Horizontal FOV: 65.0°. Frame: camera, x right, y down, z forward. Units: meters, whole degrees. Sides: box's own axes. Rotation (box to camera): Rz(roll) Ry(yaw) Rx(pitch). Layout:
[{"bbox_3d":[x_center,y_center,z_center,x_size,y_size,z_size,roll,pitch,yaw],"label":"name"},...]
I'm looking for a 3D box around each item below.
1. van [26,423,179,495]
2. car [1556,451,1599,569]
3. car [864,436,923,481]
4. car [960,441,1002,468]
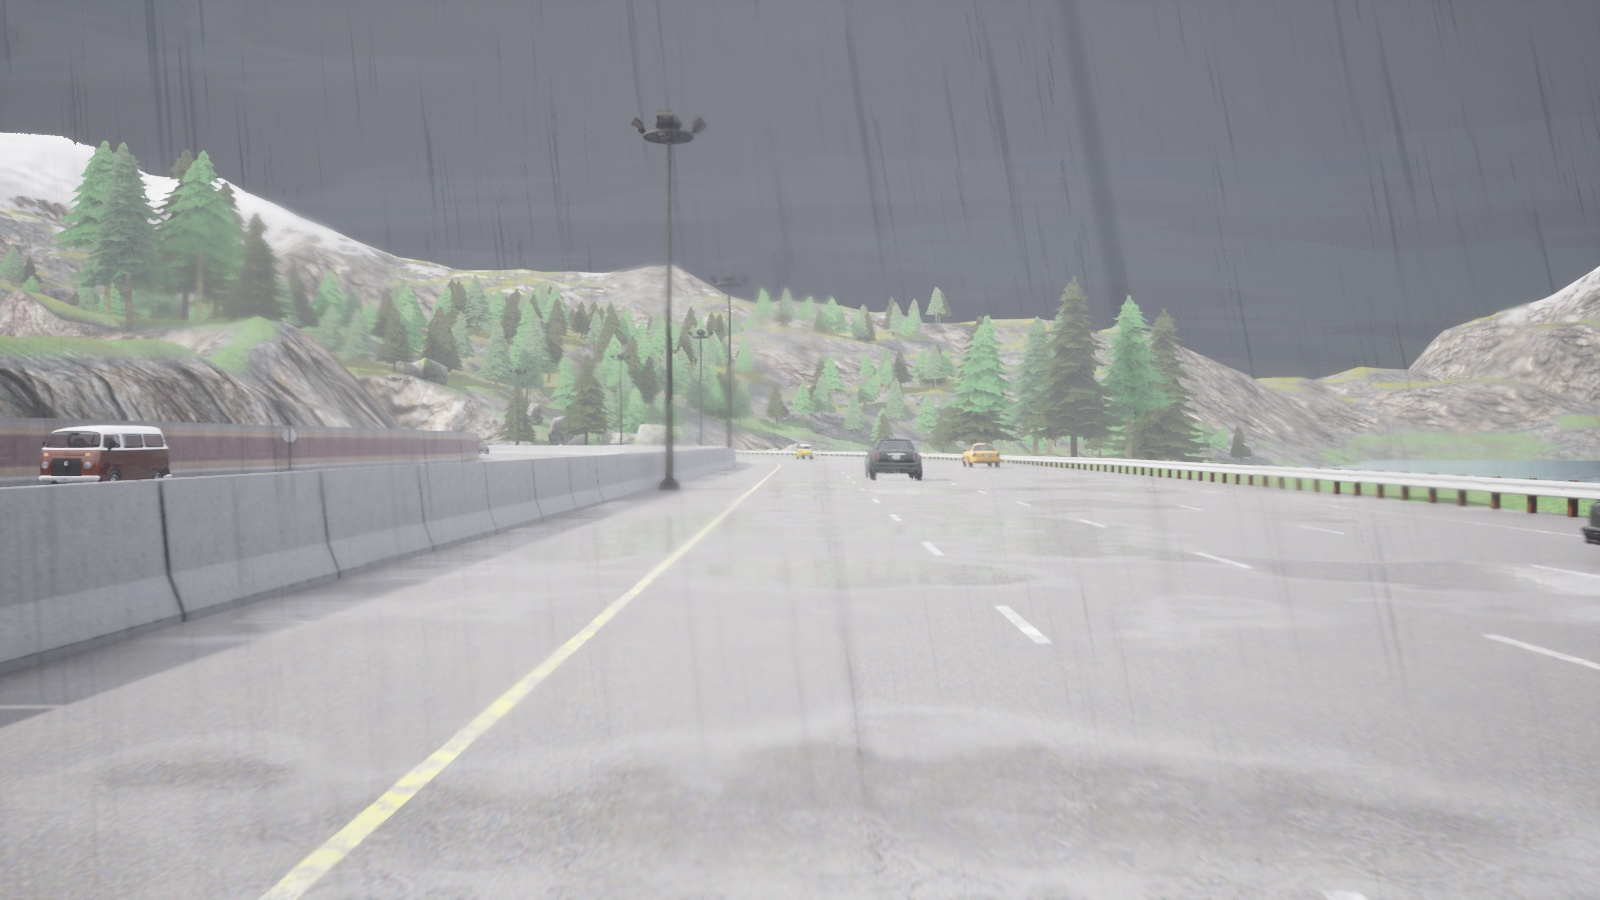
[{"bbox_3d":[-20.768,0.241,37.654,2.069,2.038,4.480,0,0,0],"label":"van"},{"bbox_3d":[10.591,0.728,13.246,2.033,1.411,5.357,0,0,0],"label":"car"},{"bbox_3d":[3.815,0.315,51.884,2.097,1.767,4.553,0,0,0],"label":"car"},{"bbox_3d":[10.954,0.264,76.248,1.801,1.575,5.366,0,0,0],"label":"car"}]
